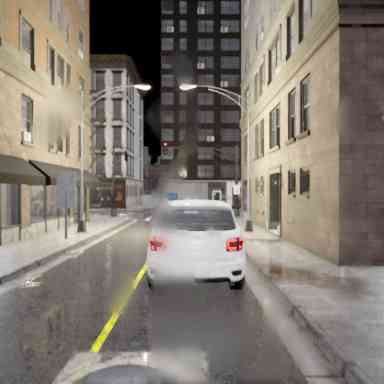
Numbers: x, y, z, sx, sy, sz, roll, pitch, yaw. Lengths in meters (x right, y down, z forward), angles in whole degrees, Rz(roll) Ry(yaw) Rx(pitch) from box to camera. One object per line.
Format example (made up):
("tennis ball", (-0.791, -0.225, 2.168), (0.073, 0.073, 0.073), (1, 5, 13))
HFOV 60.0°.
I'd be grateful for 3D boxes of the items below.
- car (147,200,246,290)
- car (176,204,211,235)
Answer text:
("car", (0.090, 1.215, 9.215), (2.150, 2.045, 5.566), (0, 0, 0))
("car", (0.060, 1.511, 19.538), (1.812, 1.442, 4.674), (0, 0, 0))
